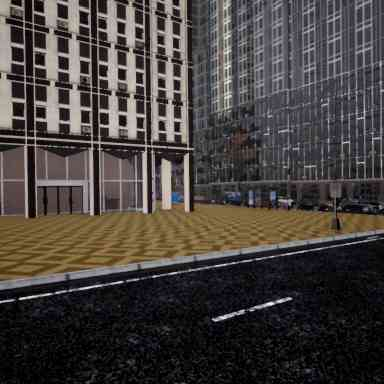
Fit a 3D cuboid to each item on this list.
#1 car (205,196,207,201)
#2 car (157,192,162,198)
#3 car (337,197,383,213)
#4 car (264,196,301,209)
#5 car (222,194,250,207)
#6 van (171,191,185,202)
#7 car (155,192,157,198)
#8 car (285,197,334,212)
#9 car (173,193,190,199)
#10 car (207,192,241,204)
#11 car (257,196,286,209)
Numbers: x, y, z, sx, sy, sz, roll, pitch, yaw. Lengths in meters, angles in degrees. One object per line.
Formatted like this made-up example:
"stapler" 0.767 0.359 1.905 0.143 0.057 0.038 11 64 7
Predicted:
"car" 3.957 1.043 64.894 1.802 1.307 4.206 0 1 -34
"car" -5.634 0.614 78.989 2.192 1.841 5.009 0 1 -34
"car" 17.307 1.340 34.959 2.128 1.511 4.902 -1 1 -34
"car" 11.691 1.283 43.218 1.812 1.442 4.674 -1 1 -34
"car" 6.572 1.319 46.055 1.947 1.339 4.313 0 1 -34
"van" -2.973 0.937 60.179 1.690 1.788 3.998 0 1 -34
"car" -8.831 0.686 83.689 1.967 1.590 4.097 0 1 -34
"car" 12.903 1.423 36.612 1.947 1.339 4.313 0 1 -34
"car" -2.437 0.935 74.293 1.802 1.307 4.206 0 1 -34
"car" 5.013 1.154 53.055 1.837 1.490 4.892 -1 1 -34
"car" 9.721 1.387 41.324 1.802 1.307 4.206 0 1 -34
